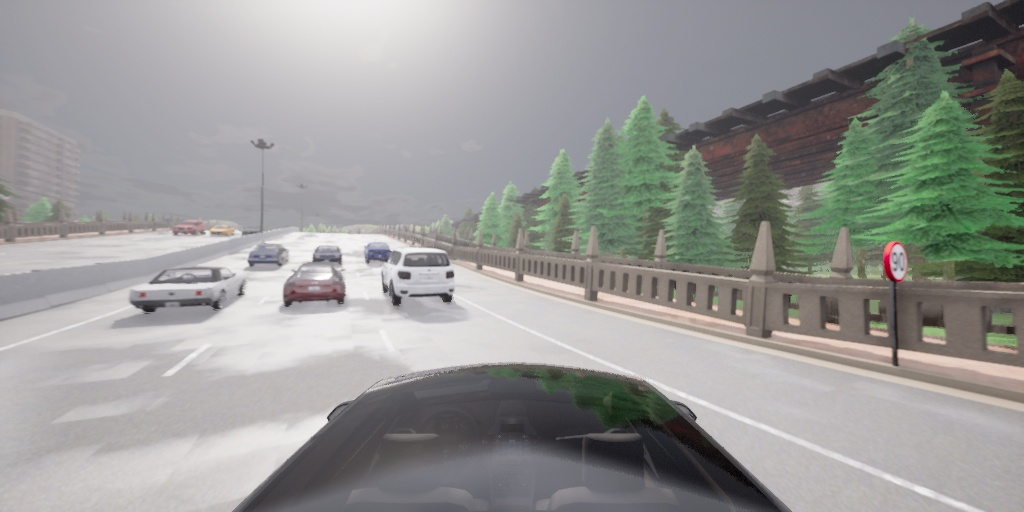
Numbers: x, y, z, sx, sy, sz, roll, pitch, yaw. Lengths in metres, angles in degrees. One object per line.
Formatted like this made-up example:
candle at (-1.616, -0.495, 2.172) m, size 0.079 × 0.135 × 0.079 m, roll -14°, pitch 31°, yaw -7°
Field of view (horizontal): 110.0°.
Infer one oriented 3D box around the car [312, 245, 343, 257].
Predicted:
car at (-13.504, -0.156, 26.380) m, size 1.895 × 1.301 × 4.718 m, roll 0°, pitch 6°, yaw -26°

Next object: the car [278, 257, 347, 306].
car at (-7.511, 0.945, 13.894) m, size 1.994 × 1.385 × 4.181 m, roll 0°, pitch 3°, yaw -25°

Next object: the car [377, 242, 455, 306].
car at (-3.939, 0.663, 14.521) m, size 2.150 × 2.045 × 5.566 m, roll 0°, pitch 3°, yaw -25°

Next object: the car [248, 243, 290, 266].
car at (-16.399, -0.160, 24.310) m, size 2.033 × 1.411 × 5.357 m, roll 0°, pitch 6°, yaw -26°

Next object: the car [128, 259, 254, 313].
car at (-10.581, 0.982, 12.197) m, size 1.895 × 1.301 × 4.718 m, roll 0°, pitch 3°, yaw -25°

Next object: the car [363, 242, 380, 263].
car at (-10.852, -0.387, 28.968) m, size 1.882 × 1.535 × 5.008 m, roll 0°, pitch 6°, yaw -25°

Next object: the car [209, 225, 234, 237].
car at (-40.356, -3.530, 49.926) m, size 1.882 × 1.535 × 5.008 m, roll 0°, pitch 6°, yaw -25°

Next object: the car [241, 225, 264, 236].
car at (-37.336, -3.676, 51.708) m, size 2.097 × 1.767 × 4.553 m, roll 0°, pitch 5°, yaw -25°
